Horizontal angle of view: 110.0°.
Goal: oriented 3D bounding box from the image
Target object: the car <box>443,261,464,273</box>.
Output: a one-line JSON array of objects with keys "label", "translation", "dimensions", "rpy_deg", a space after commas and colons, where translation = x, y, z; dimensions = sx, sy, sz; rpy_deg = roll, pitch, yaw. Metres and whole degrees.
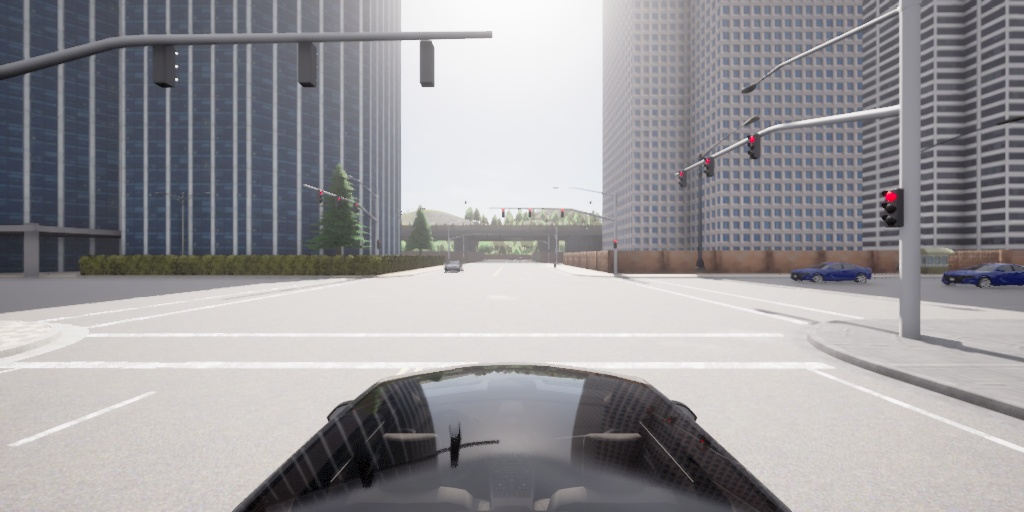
[{"label": "car", "translation": [-6.994, 1.300, 43.370], "dimensions": [1.812, 1.442, 4.674], "rpy_deg": [0, 1, 0]}]

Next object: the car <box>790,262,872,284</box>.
[{"label": "car", "translation": [23.287, 1.212, 26.281], "dimensions": [5.008, 1.535, 1.882], "rpy_deg": [0, 0, 1]}]

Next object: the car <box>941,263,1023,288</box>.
[{"label": "car", "translation": [30.415, 1.214, 22.714], "dimensions": [5.008, 1.535, 1.882], "rpy_deg": [0, 0, 1]}]
